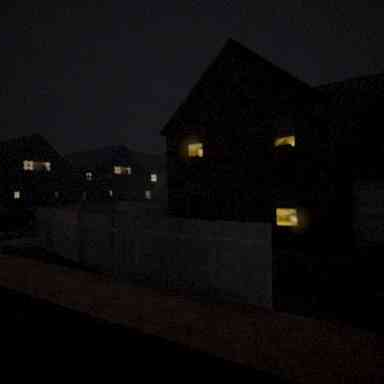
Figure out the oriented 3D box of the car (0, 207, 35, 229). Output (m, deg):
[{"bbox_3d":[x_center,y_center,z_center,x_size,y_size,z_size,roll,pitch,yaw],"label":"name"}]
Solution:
[{"bbox_3d":[-11.532,1.648,20.588,1.812,1.442,4.674,-2,-1,36],"label":"car"}]
